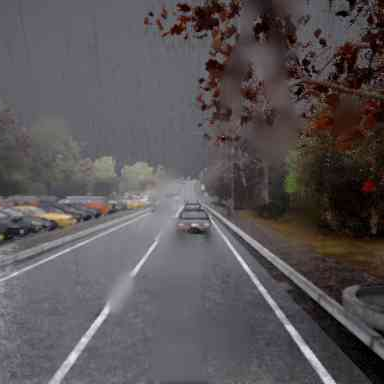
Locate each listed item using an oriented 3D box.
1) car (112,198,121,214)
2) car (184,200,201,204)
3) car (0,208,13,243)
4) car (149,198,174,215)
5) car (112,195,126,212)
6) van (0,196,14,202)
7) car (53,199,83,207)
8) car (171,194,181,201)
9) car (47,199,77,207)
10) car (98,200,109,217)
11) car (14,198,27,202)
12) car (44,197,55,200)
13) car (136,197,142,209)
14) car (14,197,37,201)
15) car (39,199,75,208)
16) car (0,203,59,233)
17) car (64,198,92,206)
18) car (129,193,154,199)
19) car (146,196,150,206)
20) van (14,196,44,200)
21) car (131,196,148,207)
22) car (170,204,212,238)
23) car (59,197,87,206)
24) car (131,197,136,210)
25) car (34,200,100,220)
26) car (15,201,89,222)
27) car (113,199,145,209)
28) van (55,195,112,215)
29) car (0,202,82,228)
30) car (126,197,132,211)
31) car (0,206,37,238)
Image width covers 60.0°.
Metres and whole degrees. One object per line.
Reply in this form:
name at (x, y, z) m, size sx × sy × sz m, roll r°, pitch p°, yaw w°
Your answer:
car at (-10.279, 1.693, 34.800) m, size 4.792 × 1.488 × 2.163 m, roll 0°, pitch 0°, yaw 0°
car at (0.070, 1.702, 38.669) m, size 2.128 × 1.511 × 4.902 m, roll 0°, pitch 0°, yaw 0°
car at (-10.099, 1.527, 12.590) m, size 5.366 × 1.575 × 1.946 m, roll 0°, pitch 0°, yaw 0°
car at (-3.369, 1.725, 37.234) m, size 1.812 × 1.442 × 4.674 m, roll 0°, pitch -1°, yaw 0°
car at (-10.276, 1.557, 37.574) m, size 4.553 × 1.767 × 2.185 m, roll 0°, pitch 0°, yaw 0°
van at (-23.216, 1.457, 37.674) m, size 4.442 × 1.987 × 1.878 m, roll 0°, pitch 0°, yaw 0°
car at (-23.255, 2.040, 62.576) m, size 4.792 × 1.488 × 2.163 m, roll 0°, pitch -1°, yaw 0°
car at (-3.495, 1.823, 79.374) m, size 1.812 × 1.442 × 4.674 m, roll 0°, pitch -1°, yaw 0°
car at (-23.286, 2.010, 59.806) m, size 4.674 × 1.452 × 2.002 m, roll 0°, pitch -1°, yaw 0°
car at (-10.229, 1.660, 29.247) m, size 4.792 × 1.488 × 2.163 m, roll 0°, pitch 0°, yaw 0°
car at (-23.349, 1.734, 40.424) m, size 4.792 × 1.488 × 2.163 m, roll 0°, pitch 0°, yaw 0°
car at (-23.279, 1.837, 48.728) m, size 4.792 × 1.488 × 2.163 m, roll 0°, pitch -1°, yaw 0°
car at (-10.047, 1.765, 45.772) m, size 5.366 × 1.575 × 1.946 m, roll 0°, pitch -1°, yaw 0°
car at (-23.345, 1.762, 43.064) m, size 4.792 × 1.488 × 2.163 m, roll 0°, pitch -1°, yaw 0°
car at (-23.108, 1.926, 57.036) m, size 5.366 × 1.575 × 1.946 m, roll 0°, pitch -1°, yaw 0°
car at (-10.282, 1.565, 18.143) m, size 4.892 × 1.521 × 2.231 m, roll 0°, pitch 0°, yaw 0°
car at (-23.271, 2.090, 67.993) m, size 5.008 × 1.535 × 2.097 m, roll 0°, pitch -1°, yaw 0°
car at (-10.238, 1.720, 59.777) m, size 5.566 × 2.045 × 2.435 m, roll 0°, pitch -1°, yaw 0°
car at (-10.399, 1.927, 56.997) m, size 5.366 × 1.575 × 1.946 m, roll 0°, pitch -1°, yaw 0°
van at (-23.428, 1.541, 45.838) m, size 4.442 × 1.987 × 1.878 m, roll 0°, pitch -1°, yaw 0°
car at (-10.037, 1.846, 51.445) m, size 5.366 × 1.575 × 1.946 m, roll 0°, pitch -1°, yaw 0°
car at (0.099, 1.607, 18.069) m, size 2.033 × 1.411 × 5.357 m, roll 0°, pitch 0°, yaw 0°
car at (-23.312, 1.924, 65.223) m, size 4.553 × 1.767 × 2.185 m, roll 0°, pitch -1°, yaw 0°
car at (-10.422, 1.731, 43.120) m, size 5.366 × 1.575 × 1.946 m, roll 0°, pitch -1°, yaw 0°
car at (-10.234, 1.643, 26.471) m, size 4.792 × 1.488 × 2.163 m, roll 0°, pitch 0°, yaw 0°
car at (-10.238, 1.627, 23.695) m, size 4.792 × 1.488 × 2.163 m, roll 0°, pitch 0°, yaw 0°
car at (-10.225, 1.890, 54.221) m, size 4.892 × 1.521 × 2.231 m, roll 0°, pitch -1°, yaw 0°
van at (-10.371, 1.421, 32.025) m, size 4.442 × 1.987 × 1.878 m, roll 0°, pitch 0°, yaw 0°
car at (-10.086, 1.577, 20.919) m, size 5.366 × 1.575 × 1.946 m, roll 0°, pitch 0°, yaw 0°
car at (-10.235, 1.707, 40.353) m, size 4.892 × 1.521 × 2.231 m, roll 0°, pitch -1°, yaw 0°
car at (-10.274, 1.548, 15.367) m, size 4.892 × 1.521 × 2.231 m, roll 0°, pitch 0°, yaw 0°
